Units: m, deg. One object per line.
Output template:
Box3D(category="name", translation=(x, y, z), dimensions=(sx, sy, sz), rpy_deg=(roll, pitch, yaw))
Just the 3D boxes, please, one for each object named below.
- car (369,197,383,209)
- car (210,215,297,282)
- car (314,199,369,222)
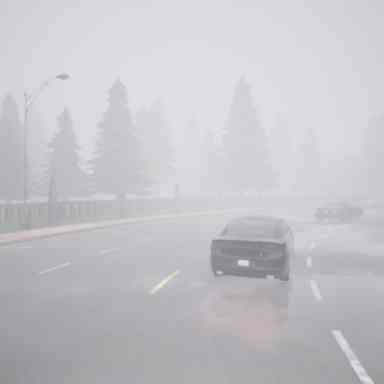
Box3D(category="car", translation=(22.361, 1.280, 40.069), dimensions=(4.674, 1.442, 1.812), rpy_deg=(0, 0, -19))
Box3D(category="car", translation=(1.964, 1.413, 9.794), dimensions=(1.882, 1.535, 5.008), rpy_deg=(0, 1, 19))
Box3D(category="car", translation=(11.018, 1.392, 24.795), dimensions=(2.033, 1.411, 5.357), rpy_deg=(0, 1, 44))
